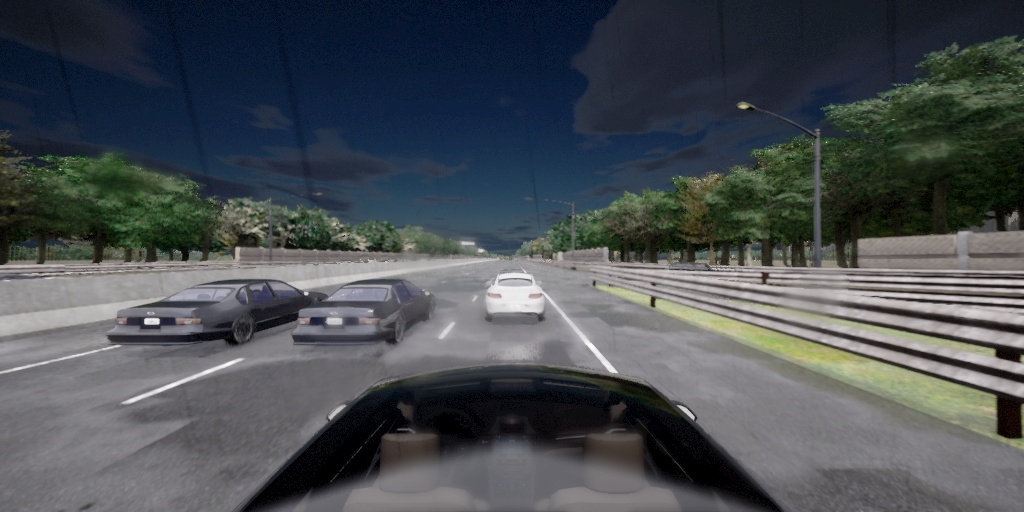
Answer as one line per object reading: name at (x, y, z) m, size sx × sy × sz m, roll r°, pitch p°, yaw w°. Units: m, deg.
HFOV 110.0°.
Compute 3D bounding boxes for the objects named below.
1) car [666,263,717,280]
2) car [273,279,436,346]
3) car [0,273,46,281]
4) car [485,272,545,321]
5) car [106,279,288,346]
car at (12.331, 1.262, 26.064) m, size 2.097 × 1.767 × 4.553 m, roll 0°, pitch 0°, yaw -23°
car at (-3.397, 1.302, 9.381) m, size 2.033 × 1.411 × 5.357 m, roll 0°, pitch 0°, yaw 0°
car at (-17.581, 1.323, 12.032) m, size 1.994 × 1.385 × 4.181 m, roll 0°, pitch 0°, yaw 0°
car at (0.104, 1.283, 12.383) m, size 1.812 × 1.442 × 4.674 m, roll 0°, pitch 0°, yaw 0°
car at (-6.897, 1.302, 9.376) m, size 2.033 × 1.411 × 5.357 m, roll 0°, pitch 0°, yaw 0°
